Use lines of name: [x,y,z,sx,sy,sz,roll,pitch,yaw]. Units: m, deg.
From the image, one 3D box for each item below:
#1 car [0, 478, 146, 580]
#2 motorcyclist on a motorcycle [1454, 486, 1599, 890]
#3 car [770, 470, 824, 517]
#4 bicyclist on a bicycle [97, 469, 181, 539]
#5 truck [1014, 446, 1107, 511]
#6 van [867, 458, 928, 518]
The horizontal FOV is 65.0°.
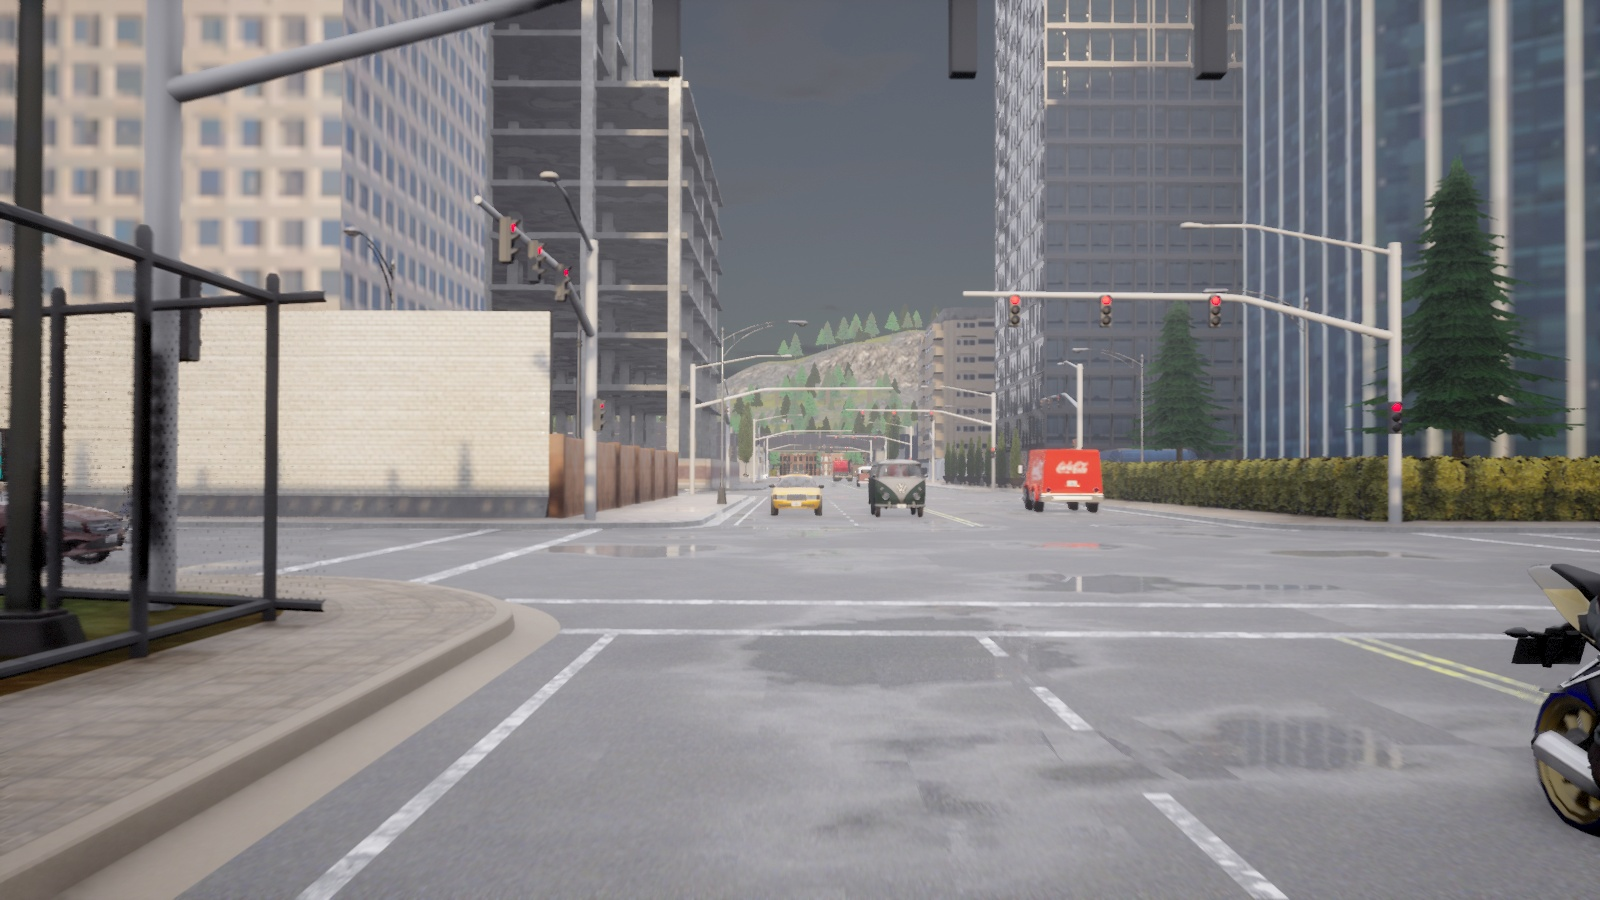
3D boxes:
car: [-12.646,1.152,18.881,4.674,1.442,1.812,0,-1,0]
motorcyclist on a motorcycle: [3.488,0.915,4.751,0.866,1.530,2.191,0,-1,0]
car: [-0.111,1.512,45.299,1.801,1.575,5.366,0,-1,0]
bicyclist on a bicycle: [-15.455,1.249,29.376,1.509,1.612,0.866,0,-1,0]
truck: [10.375,1.131,50.513,2.627,2.467,5.204,0,-1,0]
van: [3.391,1.292,44.301,1.775,1.987,4.442,0,-1,0]
